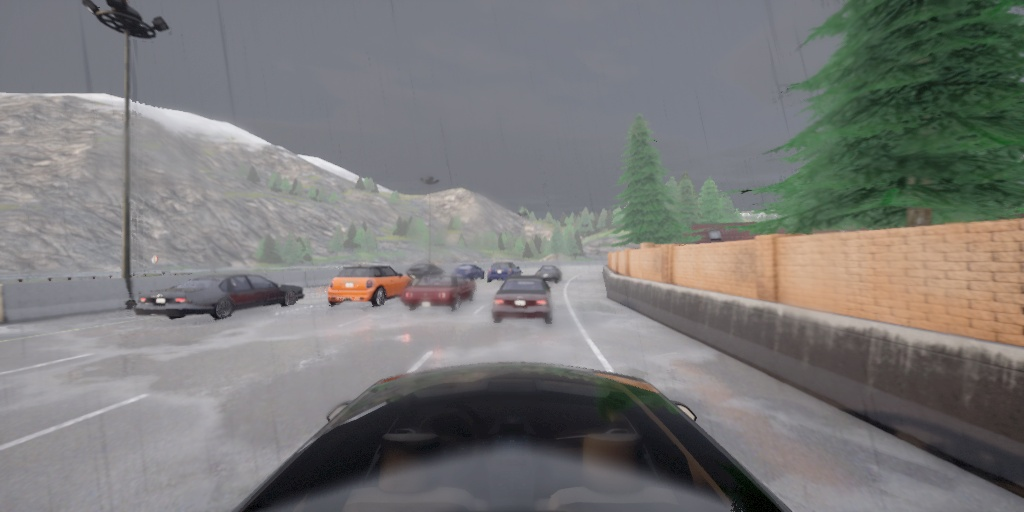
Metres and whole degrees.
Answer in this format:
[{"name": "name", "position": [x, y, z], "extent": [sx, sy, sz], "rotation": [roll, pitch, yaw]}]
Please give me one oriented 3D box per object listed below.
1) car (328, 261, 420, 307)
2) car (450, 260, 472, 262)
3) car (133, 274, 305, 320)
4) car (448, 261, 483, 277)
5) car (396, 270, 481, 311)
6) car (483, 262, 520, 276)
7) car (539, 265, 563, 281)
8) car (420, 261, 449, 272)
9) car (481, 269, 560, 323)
[{"name": "car", "position": [-6.140, 1.183, 16.187], "extent": [2.097, 1.767, 4.553], "rotation": [0, 0, 6]}, {"name": "car", "position": [-8.438, 1.454, 63.839], "extent": [2.097, 1.767, 4.553], "rotation": [0, 0, 23]}, {"name": "car", "position": [-10.018, 1.362, 12.960], "extent": [2.033, 1.411, 5.357], "rotation": [0, 0, 5]}, {"name": "car", "position": [-3.736, 1.444, 31.451], "extent": [1.812, 1.442, 4.674], "rotation": [0, 0, 12]}, {"name": "car", "position": [-2.783, 1.426, 14.861], "extent": [1.895, 1.301, 4.718], "rotation": [0, 0, 6]}, {"name": "car", "position": [-0.528, 1.259, 29.676], "extent": [2.097, 1.767, 4.553], "rotation": [0, 0, 12]}, {"name": "car", "position": [3.148, 1.475, 30.158], "extent": [1.994, 1.385, 4.181], "rotation": [0, 0, 12]}, {"name": "car", "position": [-7.386, 1.423, 31.076], "extent": [1.837, 1.490, 4.892], "rotation": [0, 0, 12]}, {"name": "car", "position": [0.471, 1.358, 12.401], "extent": [2.033, 1.411, 5.357], "rotation": [0, 0, 5]}]
